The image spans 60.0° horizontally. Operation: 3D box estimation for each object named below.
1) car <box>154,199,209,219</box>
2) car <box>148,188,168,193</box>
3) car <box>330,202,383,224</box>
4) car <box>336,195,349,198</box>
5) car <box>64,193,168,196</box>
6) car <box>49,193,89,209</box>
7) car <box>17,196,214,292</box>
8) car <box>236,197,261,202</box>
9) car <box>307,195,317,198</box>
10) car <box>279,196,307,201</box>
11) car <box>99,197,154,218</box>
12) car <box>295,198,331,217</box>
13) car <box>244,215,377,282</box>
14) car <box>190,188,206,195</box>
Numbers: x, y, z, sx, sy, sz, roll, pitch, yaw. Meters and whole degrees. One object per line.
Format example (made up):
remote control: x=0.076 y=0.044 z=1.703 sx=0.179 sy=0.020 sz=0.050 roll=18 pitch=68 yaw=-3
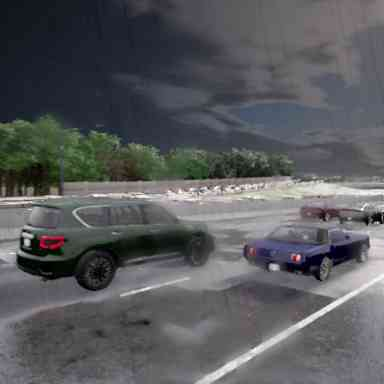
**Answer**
car: x=-0.847 y=1.480 z=30.389 sx=2.128 sy=1.511 sz=4.902 roll=0 pitch=0 yaw=45
car: x=-6.377 y=0.416 z=58.733 sx=2.150 sy=2.045 sz=5.566 roll=0 pitch=2 yaw=29
car: x=11.787 y=1.499 z=22.977 sx=2.128 sy=1.511 sz=4.902 roll=0 pitch=0 yaw=45
car: x=25.954 y=1.310 z=57.575 sx=2.128 sy=1.511 sz=4.902 roll=0 pitch=0 yaw=45
car: x=-3.082 y=1.211 z=12.939 sx=2.150 sy=2.045 sz=5.566 roll=0 pitch=0 yaw=45
car: x=-15.195 y=1.081 z=41.407 sx=2.097 sy=1.767 sz=4.553 roll=0 pitch=1 yaw=25
car: x=-1.773 y=1.214 z=9.291 sx=2.150 sy=2.045 sz=5.566 roll=0 pitch=0 yaw=45
car: x=7.324 y=1.437 z=43.652 sx=2.128 sy=1.511 sz=4.902 roll=0 pitch=0 yaw=45
car: x=19.796 y=1.341 z=56.321 sx=1.837 sy=1.490 sz=4.892 roll=0 pitch=1 yaw=45
car: x=12.741 y=1.472 z=44.166 sx=2.033 sy=1.411 sz=5.357 roll=0 pitch=0 yaw=45
car: x=-5.868 y=1.333 z=30.292 sx=2.097 sy=1.767 sz=4.553 roll=0 pitch=0 yaw=45
car: x=10.516 y=1.480 z=26.672 sx=1.882 sy=1.535 sz=5.008 roll=0 pitch=0 yaw=45
car: x=3.649 y=1.601 z=9.922 sx=1.895 sy=1.301 sz=4.718 roll=0 pitch=0 yaw=45
car: x=1.425 y=0.030 z=72.229 sx=1.837 sy=1.490 sz=4.892 roll=0 pitch=3 yaw=31
